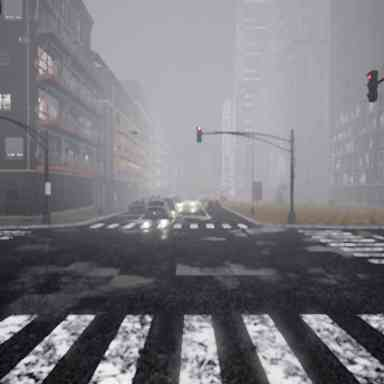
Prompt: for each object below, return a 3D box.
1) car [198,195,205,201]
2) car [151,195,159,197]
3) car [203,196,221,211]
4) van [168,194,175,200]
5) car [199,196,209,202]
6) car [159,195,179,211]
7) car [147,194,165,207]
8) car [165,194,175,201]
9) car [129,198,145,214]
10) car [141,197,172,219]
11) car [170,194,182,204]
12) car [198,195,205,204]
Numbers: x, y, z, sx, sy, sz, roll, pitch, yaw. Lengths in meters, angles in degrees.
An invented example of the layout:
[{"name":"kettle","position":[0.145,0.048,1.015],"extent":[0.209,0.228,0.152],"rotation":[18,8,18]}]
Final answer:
[{"name":"car","position":[2.709,1.582,92.497],"extent":[1.752,1.417,4.829],"rotation":[-1,0,0]},{"name":"car","position":[-5.674,1.457,41.434],"extent":[1.967,1.590,4.097],"rotation":[-1,0,0]},{"name":"car","position":[2.674,1.562,41.486],"extent":[1.887,1.381,4.507],"rotation":[-1,0,0]},{"name":"van","position":[-5.641,1.398,92.274],"extent":[1.690,1.788,3.998],"rotation":[-1,0,0]},{"name":"car","position":[2.698,1.587,75.380],"extent":[1.887,1.381,4.507],"rotation":[-1,0,0]},{"name":"car","position":[-3.065,1.495,41.985],"extent":[1.882,1.535,5.008],"rotation":[0,0,0]},{"name":"car","position":[-5.668,1.340,52.733],"extent":[2.192,1.841,5.009],"rotation":[-1,0,0]},{"name":"car","position":[-5.646,1.367,86.626],"extent":[2.192,1.841,5.009],"rotation":[-1,0,0]},{"name":"car","position":[-5.676,1.559,35.785],"extent":[1.887,1.381,4.507],"rotation":[-1,0,0]},{"name":"car","position":[-3.079,1.515,29.751],"extent":[1.837,1.490,4.892],"rotation":[0,0,0]},{"name":"car","position":[-2.966,1.559,63.498],"extent":[1.812,1.442,4.674],"rotation":[0,0,0]},{"name":"car","position":[2.690,1.584,64.082],"extent":[2.008,1.369,4.403],"rotation":[-1,0,0]}]
